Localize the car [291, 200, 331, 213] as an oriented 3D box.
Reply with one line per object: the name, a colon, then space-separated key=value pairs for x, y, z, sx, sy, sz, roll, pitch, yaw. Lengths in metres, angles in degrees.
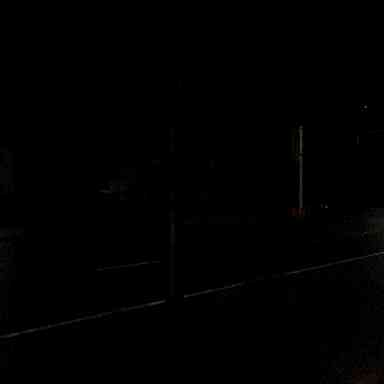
car: x=13.109 y=1.564 z=36.898 sx=1.994 sy=1.385 sz=4.181 roll=0 pitch=0 yaw=-36
